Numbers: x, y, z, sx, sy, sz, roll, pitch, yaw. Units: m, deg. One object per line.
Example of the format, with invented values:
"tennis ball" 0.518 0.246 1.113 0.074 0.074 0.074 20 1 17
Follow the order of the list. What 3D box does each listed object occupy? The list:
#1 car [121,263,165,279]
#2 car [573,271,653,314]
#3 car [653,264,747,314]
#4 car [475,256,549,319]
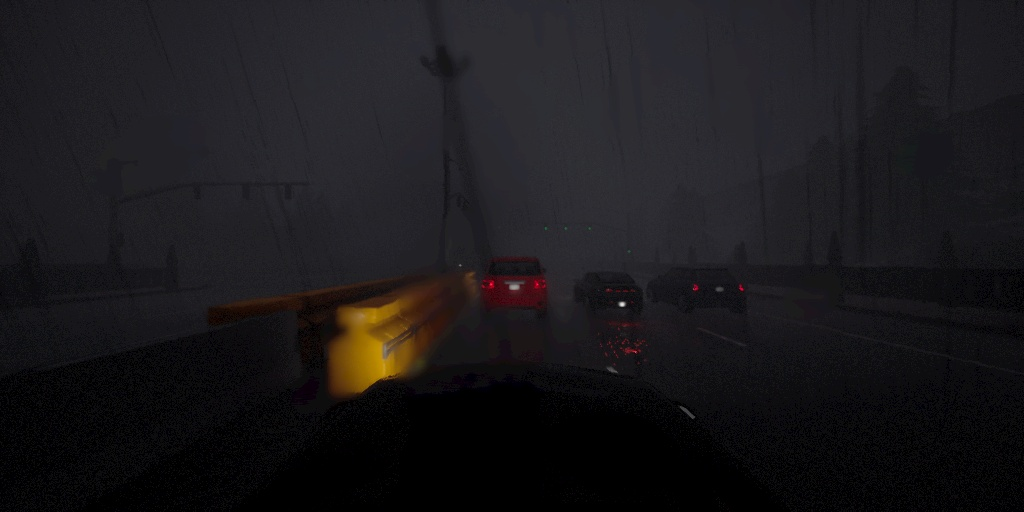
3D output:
"car" -33.797 1.420 32.440 4.892 1.490 1.837 0 0 0
"car" 3.624 1.324 14.130 1.837 1.490 4.892 0 0 1
"car" 7.126 1.173 14.392 2.097 1.767 4.553 0 0 1
"car" 0.112 1.033 13.249 2.150 2.045 5.566 0 0 1
